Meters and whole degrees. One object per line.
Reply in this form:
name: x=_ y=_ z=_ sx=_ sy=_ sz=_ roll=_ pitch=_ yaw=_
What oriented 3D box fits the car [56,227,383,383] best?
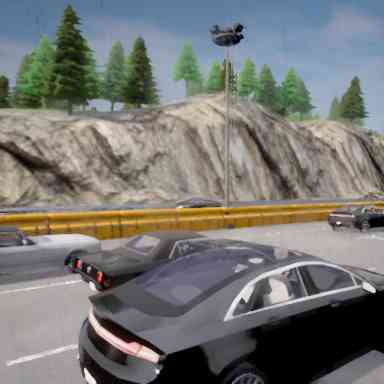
car: x=1.058 y=1.480 z=4.416 sx=4.902 sy=1.511 sz=2.128 roll=0 pitch=0 yaw=-35

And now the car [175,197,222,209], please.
car: x=0.885 y=1.404 z=34.363 sx=4.902 sy=1.511 sz=2.128 roll=0 pitch=0 yaw=-34

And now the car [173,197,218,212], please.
car: x=0.426 y=1.386 z=38.279 sx=5.008 sy=1.535 sz=1.882 roll=0 pitch=0 yaw=-35

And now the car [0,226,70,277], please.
car: x=-4.813 y=1.574 z=8.849 sx=4.718 sy=1.301 sz=1.895 roll=0 pitch=0 yaw=-36

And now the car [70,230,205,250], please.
car: x=-0.150 y=1.580 z=7.867 sx=4.718 sy=1.301 sz=1.895 roll=0 pitch=0 yaw=-35

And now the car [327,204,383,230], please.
car: x=9.802 y=1.448 z=19.094 sx=4.902 sy=1.511 sz=2.128 roll=0 pitch=0 yaw=-35
